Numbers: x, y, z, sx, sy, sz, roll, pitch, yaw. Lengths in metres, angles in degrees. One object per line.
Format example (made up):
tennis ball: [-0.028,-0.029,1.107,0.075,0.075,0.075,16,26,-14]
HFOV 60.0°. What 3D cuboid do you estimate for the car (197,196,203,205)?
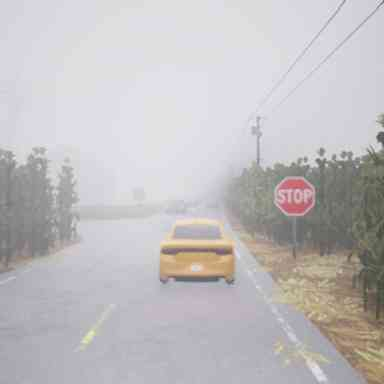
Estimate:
car: [1.165,1.686,66.351,2.097,1.767,4.553,0,0,6]

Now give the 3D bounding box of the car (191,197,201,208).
car: [-0.185,1.827,52.303,1.994,1.385,4.181,0,0,6]

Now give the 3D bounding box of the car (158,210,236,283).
car: [0.153,1.528,9.854,1.882,1.535,5.008,0,0,1]

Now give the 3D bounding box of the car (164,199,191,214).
car: [-1.681,1.535,36.263,2.097,1.767,4.553,0,0,5]

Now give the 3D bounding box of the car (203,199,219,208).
car: [3.170,1.786,51.996,1.812,1.442,4.674,0,0,5]
